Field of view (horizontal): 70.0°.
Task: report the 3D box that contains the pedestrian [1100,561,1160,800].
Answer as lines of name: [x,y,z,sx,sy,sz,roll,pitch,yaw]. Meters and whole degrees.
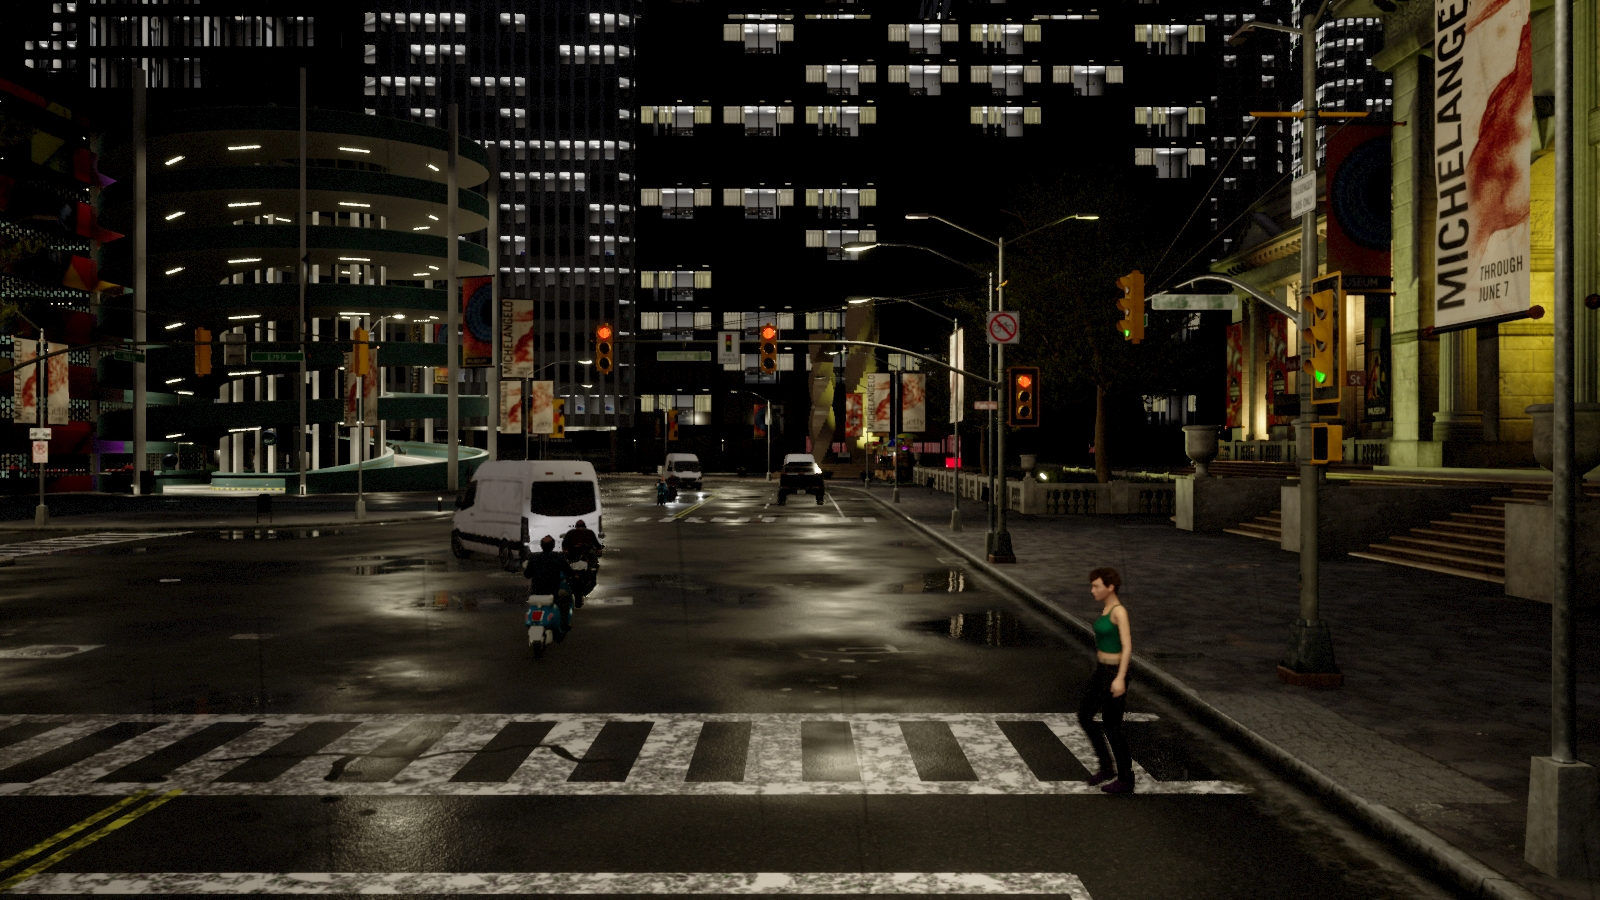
pedestrian: [2.666,1.849,9.260,0.375,1.860,0.375,0,0,-1]

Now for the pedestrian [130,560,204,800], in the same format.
pedestrian: [-5.156,1.848,9.310,0.375,1.860,0.375,0,0,18]

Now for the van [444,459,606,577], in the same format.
van: [-6.944,1.534,28.283,1.988,2.561,5.915,1,0,-33]
